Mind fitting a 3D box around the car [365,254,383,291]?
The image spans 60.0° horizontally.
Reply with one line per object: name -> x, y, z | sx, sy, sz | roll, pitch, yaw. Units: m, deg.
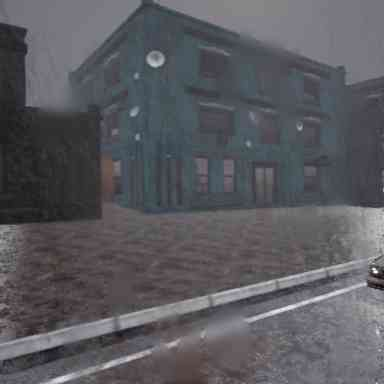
car -> 6.281, 1.532, 7.854 | 5.357, 1.411, 2.033 | 0, 0, -35
